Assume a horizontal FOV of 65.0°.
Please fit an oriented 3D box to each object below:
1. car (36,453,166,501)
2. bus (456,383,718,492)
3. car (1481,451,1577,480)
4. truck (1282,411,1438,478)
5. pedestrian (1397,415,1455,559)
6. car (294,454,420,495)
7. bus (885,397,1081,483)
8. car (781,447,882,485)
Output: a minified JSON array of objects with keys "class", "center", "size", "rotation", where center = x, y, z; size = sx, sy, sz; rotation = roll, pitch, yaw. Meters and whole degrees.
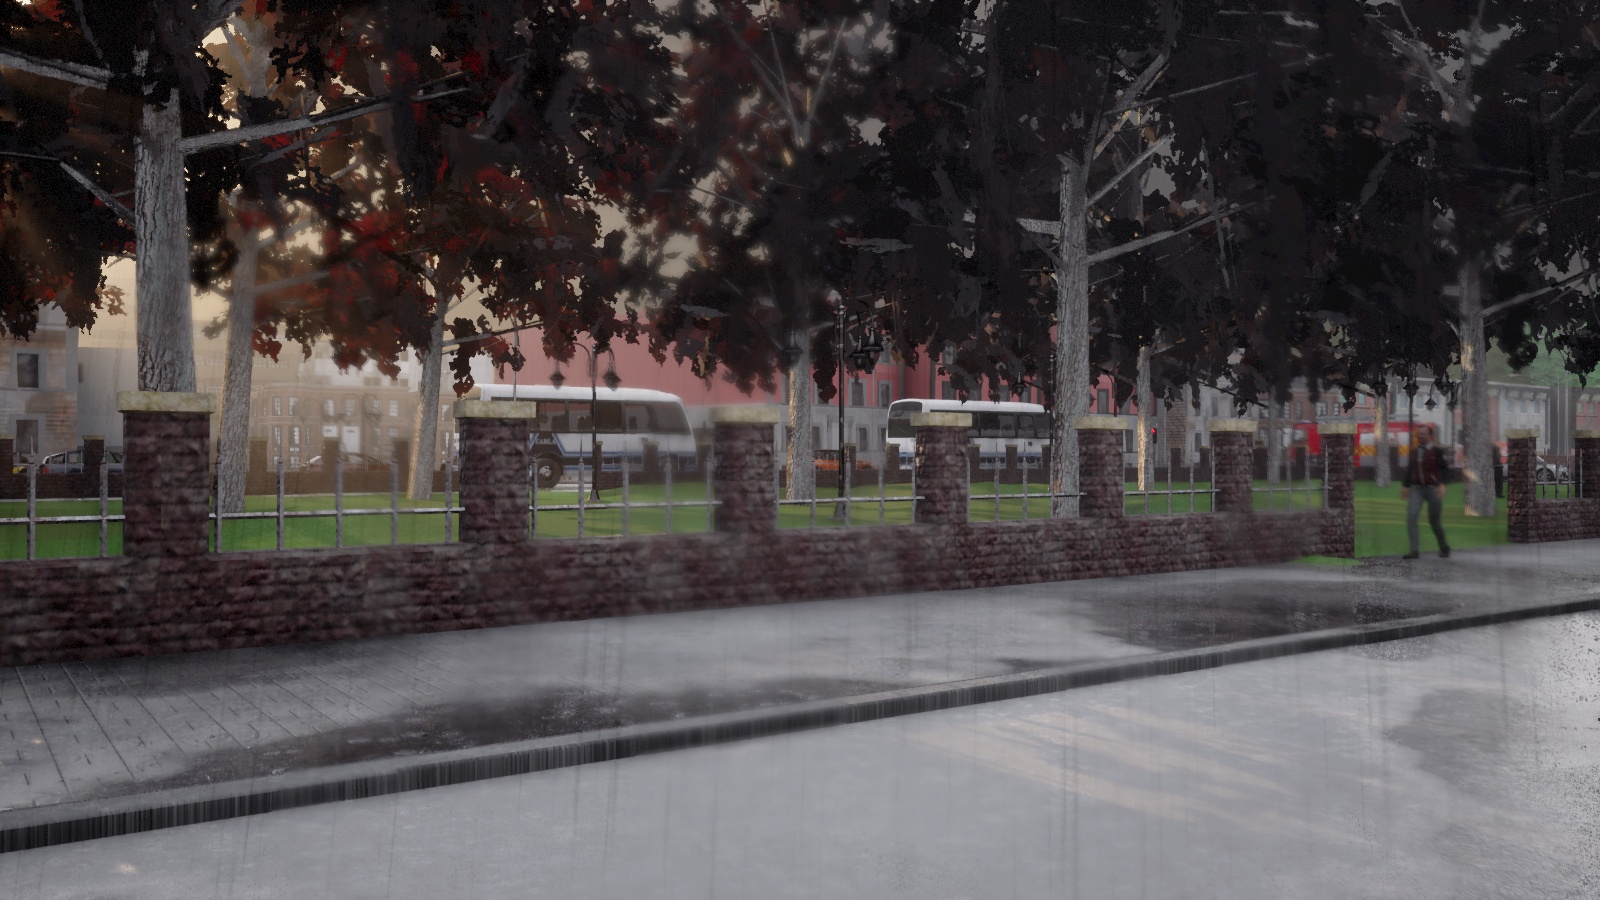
[{"class":"car","center":[-23.848,0.879,42.861],"size":[3.705,1.549,1.789],"rotation":[0,0,-35]},{"class":"bus","center":[-8.897,-0.482,53.337],"size":[10.273,4.253,3.944],"rotation":[0,0,-35]},{"class":"car","center":[37.564,0.789,64.729],"size":[1.970,1.475,3.806],"rotation":[0,0,-37]},{"class":"truck","center":[34.123,-0.304,76.887],"size":[2.891,3.827,8.468],"rotation":[0,0,-33]},{"class":"pedestrian","center":[8.256,0.477,16.568],"size":[0.720,1.854,0.376],"rotation":[0,0,-34]},{"class":"car","center":[-16.821,0.911,47.789],"size":[4.193,1.474,1.816],"rotation":[0,0,-35]},{"class":"bus","center":[9.780,-0.490,66.470],"size":[10.273,4.253,3.944],"rotation":[0,0,-34]},{"class":"car","center":[1.542,0.748,60.656],"size":[4.553,1.767,2.097],"rotation":[0,0,-35]}]
